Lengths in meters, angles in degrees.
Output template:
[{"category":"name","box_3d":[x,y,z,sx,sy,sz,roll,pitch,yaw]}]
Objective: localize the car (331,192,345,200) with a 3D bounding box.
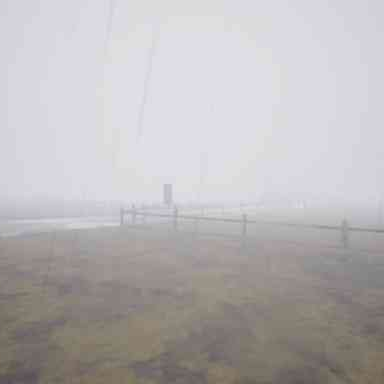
[{"category":"car","box_3d":[37.513,1.443,86.622,2.033,1.411,5.357,-1,1,36]}]
